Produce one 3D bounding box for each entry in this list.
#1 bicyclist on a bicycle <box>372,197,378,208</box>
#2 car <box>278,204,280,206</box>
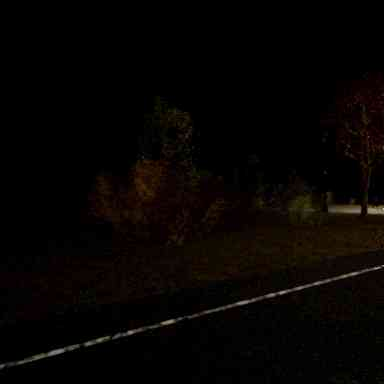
[{"bbox_3d":[27.609,1.566,50.210,1.656,1.620,0.582,0,0,-30],"label":"bicyclist on a bicycle"},{"bbox_3d":[13.867,1.952,58.733,2.128,1.511,4.902,-2,0,-30],"label":"car"}]
